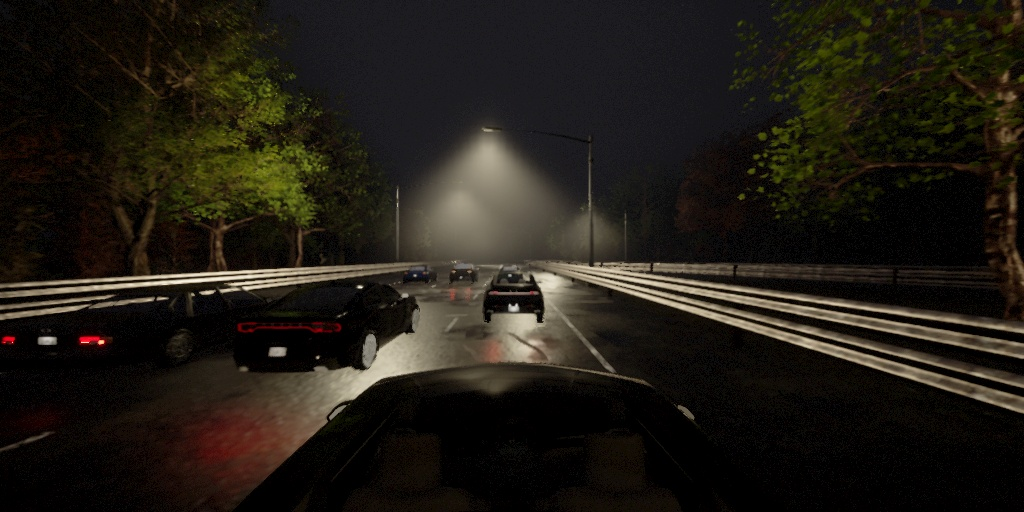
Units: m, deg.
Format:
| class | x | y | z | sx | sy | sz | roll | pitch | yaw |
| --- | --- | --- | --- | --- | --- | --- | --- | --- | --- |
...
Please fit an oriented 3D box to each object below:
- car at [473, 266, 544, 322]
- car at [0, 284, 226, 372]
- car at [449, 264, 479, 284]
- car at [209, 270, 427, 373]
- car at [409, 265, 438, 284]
| class | x | y | z | sx | sy | sz | roll | pitch | yaw |
| --- | --- | --- | --- | --- | --- | --- | --- | --- | --- |
| car | 0.039 | 1.278 | 12.477 | 2.128 | 1.511 | 4.902 | 0 | 0 | 0 |
| car | -6.938 | 1.321 | 7.860 | 2.033 | 1.411 | 5.357 | 0 | 0 | 0 |
| car | -3.658 | 1.344 | 27.869 | 2.128 | 1.511 | 4.902 | 0 | 0 | -1 |
| car | -3.443 | 1.249 | 7.740 | 1.882 | 1.535 | 5.008 | 0 | 0 | 0 |
| car | -7.168 | 1.420 | 28.424 | 1.994 | 1.385 | 4.181 | 0 | 0 | -1 |
